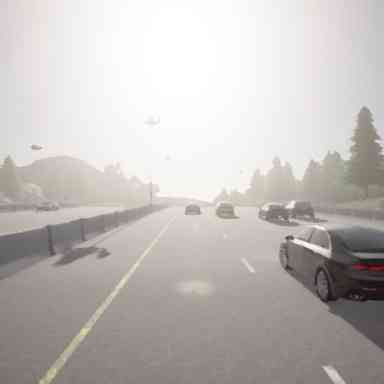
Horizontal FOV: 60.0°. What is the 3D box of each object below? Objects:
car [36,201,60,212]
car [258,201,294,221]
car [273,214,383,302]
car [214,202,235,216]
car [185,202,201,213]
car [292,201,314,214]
[{"bbox_3d":[-20.994,2.138,48.640,1.837,1.490,4.892,0,-1,0],"label":"car"},{"bbox_3d":[7.103,1.737,29.284,1.837,1.490,4.892,0,-1,0],"label":"car"},{"bbox_3d":[3.601,1.538,8.292,1.837,1.490,4.892,0,0,0],"label":"car"},{"bbox_3d":[3.605,1.833,37.298,1.882,1.535,5.008,0,-1,0],"label":"car"},{"bbox_3d":[0.105,2.039,43.804,1.994,1.385,4.181,0,-1,0],"label":"car"},{"bbox_3d":[10.604,1.646,33.539,2.097,1.767,4.553,0,-1,0],"label":"car"}]
